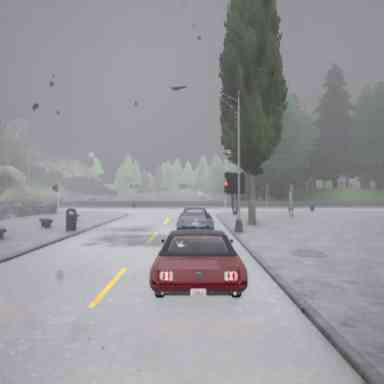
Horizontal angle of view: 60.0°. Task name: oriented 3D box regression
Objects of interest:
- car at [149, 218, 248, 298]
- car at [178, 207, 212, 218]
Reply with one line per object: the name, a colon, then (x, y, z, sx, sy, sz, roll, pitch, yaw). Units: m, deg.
car: (0.132, 1.590, 8.444, 1.895, 1.301, 4.718, 0, 0, 0)
car: (0.172, 1.542, 18.483, 1.994, 1.385, 4.181, 0, 0, 0)
